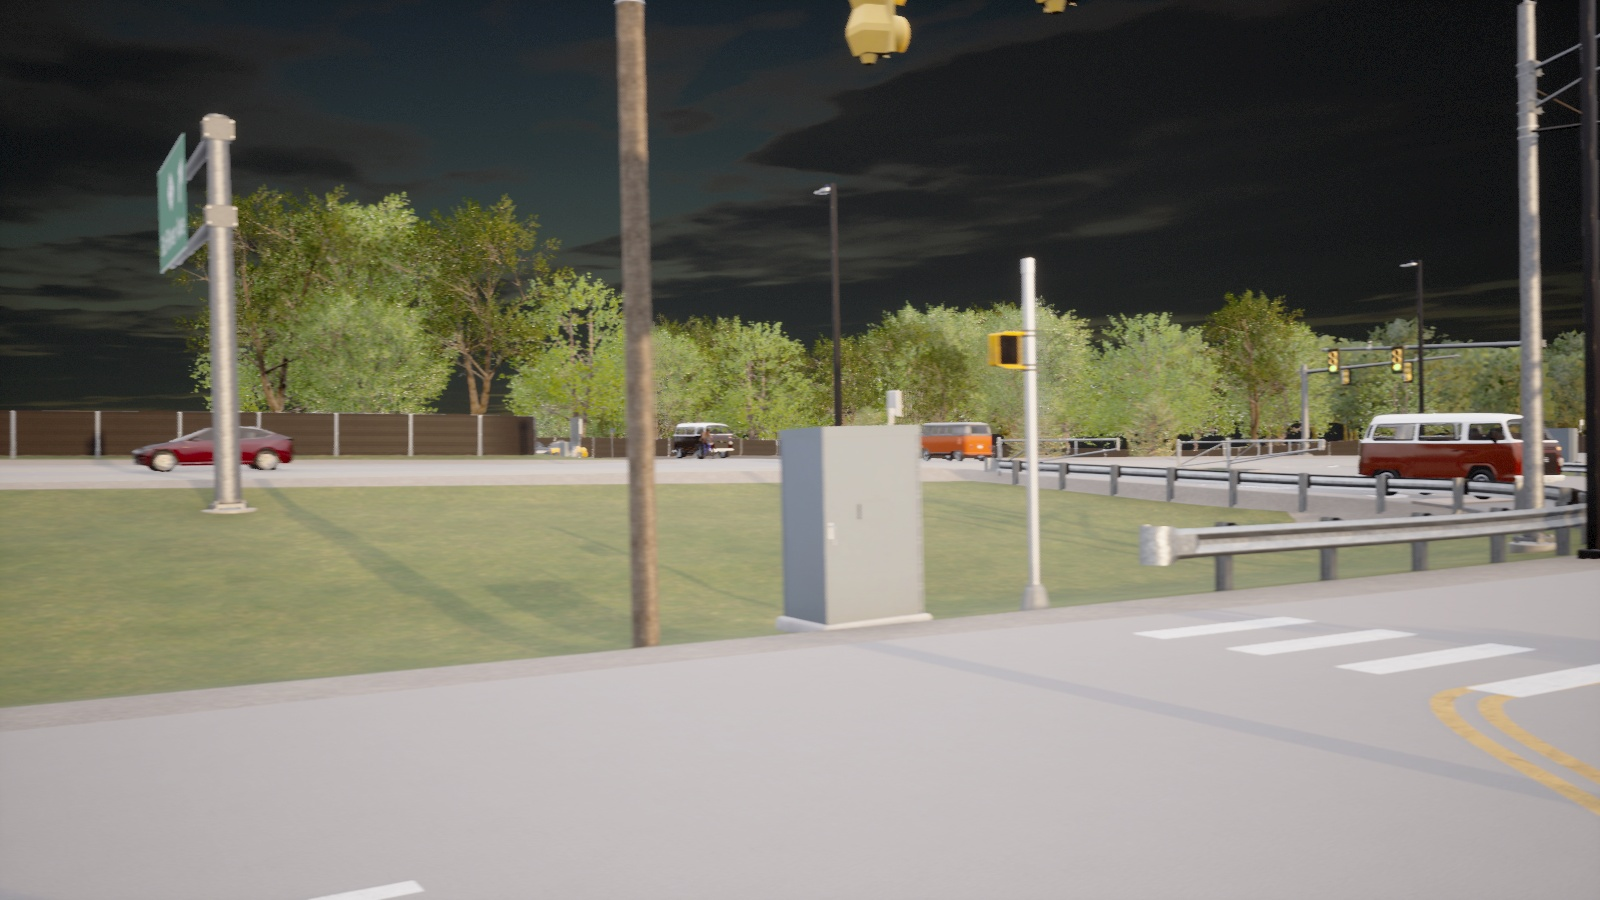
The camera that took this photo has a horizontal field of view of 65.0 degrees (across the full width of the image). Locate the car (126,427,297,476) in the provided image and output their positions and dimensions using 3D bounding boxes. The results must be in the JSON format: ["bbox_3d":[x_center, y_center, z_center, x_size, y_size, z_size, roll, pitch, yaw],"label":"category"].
[{"bbox_3d":[-19.176,0.028,40.965,4.792,1.488,2.163,-1,0,-32],"label":"car"}]

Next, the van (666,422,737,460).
[{"bbox_3d":[-5.571,-0.498,70.626,2.069,2.038,4.480,-1,0,-33],"label":"van"}]

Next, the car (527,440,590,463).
[{"bbox_3d":[-17.563,0.102,91.471,1.801,1.575,5.366,-1,0,23],"label":"car"}]

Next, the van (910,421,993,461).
[{"bbox_3d":[7.700,-0.446,64.071,1.775,1.987,4.442,0,0,-33],"label":"van"}]

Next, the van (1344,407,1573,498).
[{"bbox_3d":[15.777,0.054,30.338,2.069,2.038,4.480,0,0,-29],"label":"van"}]
